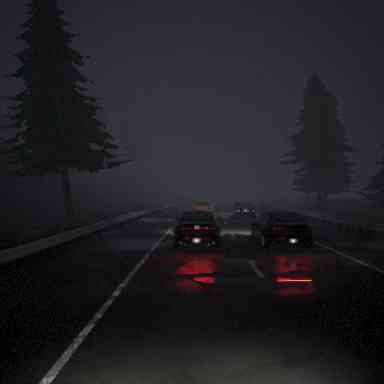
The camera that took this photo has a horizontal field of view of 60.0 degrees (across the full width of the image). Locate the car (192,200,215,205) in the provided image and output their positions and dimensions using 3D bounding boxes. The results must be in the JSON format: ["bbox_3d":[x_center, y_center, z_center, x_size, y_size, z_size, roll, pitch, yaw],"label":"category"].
[{"bbox_3d":[1.003,1.486,29.513,1.882,1.535,5.008,0,0,4],"label":"car"}]

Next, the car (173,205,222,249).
[{"bbox_3d":[0.251,1.517,14.588,1.837,1.490,4.892,0,0,2],"label":"car"}]

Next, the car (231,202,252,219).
[{"bbox_3d":[4.495,1.564,29.285,2.033,1.411,5.357,0,0,4],"label":"car"}]

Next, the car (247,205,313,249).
[{"bbox_3d":[3.749,1.517,14.471,1.837,1.490,4.892,0,0,2],"label":"car"}]
